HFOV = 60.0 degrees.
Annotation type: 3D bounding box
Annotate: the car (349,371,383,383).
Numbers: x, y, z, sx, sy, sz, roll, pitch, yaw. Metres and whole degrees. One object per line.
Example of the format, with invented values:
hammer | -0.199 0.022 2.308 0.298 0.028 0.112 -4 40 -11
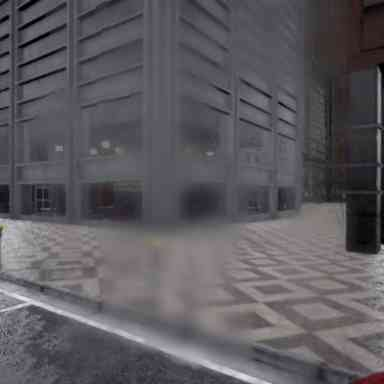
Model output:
car | 2.730 1.544 1.012 4.507 1.381 1.887 0 0 35
